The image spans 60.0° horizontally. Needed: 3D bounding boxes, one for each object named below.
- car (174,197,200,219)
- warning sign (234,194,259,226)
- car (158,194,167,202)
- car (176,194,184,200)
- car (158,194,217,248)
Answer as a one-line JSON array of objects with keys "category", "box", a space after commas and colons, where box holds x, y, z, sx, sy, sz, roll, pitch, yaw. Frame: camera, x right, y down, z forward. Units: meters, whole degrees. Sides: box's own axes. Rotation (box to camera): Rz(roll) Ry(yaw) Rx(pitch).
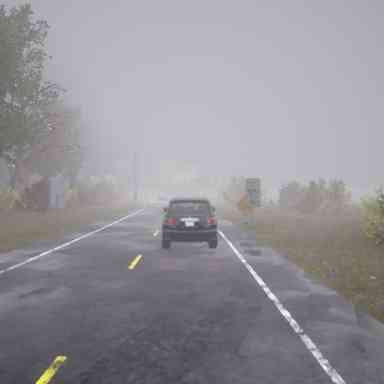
[{"category": "car", "box": [-0.489, 1.334, 29.716, 2.097, 1.767, 4.553, 0, 0, -2]}, {"category": "warning sign", "box": [3.326, 1.096, 20.445, 1.300, 1.860, 1.060, 1, 1, -1]}, {"category": "car", "box": [-6.652, 1.320, 75.731, 1.882, 1.535, 5.008, 0, 0, -5]}, {"category": "car", "box": [-3.246, 1.310, 90.485, 1.837, 1.490, 4.892, 0, 0, -6]}, {"category": "car", "box": [-0.123, 1.247, 14.751, 2.150, 2.045, 5.566, 0, 0, -1]}]
